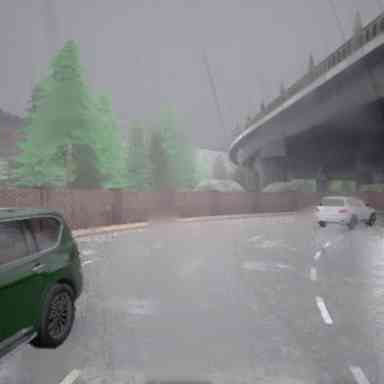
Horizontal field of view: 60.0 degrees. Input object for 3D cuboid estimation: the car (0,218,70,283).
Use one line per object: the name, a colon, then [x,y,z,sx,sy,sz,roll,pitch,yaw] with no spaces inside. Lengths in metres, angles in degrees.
car: [-5.767,1.594,8.876,2.033,1.411,5.357,0,0,14]

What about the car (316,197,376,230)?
car: [10.455,1.361,22.510,5.566,2.045,2.150,0,-1,-43]

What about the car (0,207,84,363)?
car: [-3.190,1.240,3.549,2.150,2.045,5.566,0,0,8]
